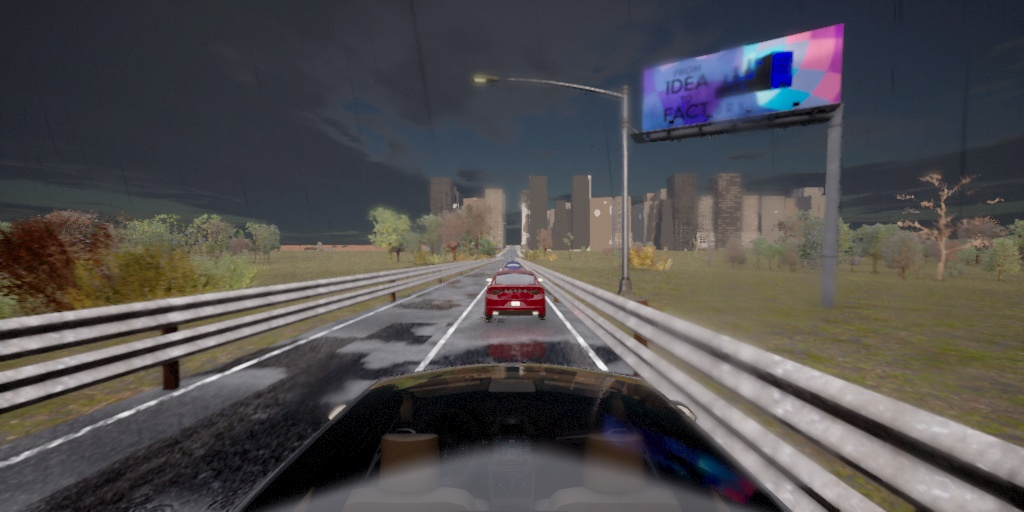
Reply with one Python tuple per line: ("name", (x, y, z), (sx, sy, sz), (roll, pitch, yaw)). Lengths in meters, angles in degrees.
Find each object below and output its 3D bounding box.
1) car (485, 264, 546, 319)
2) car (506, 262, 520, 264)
("car", (0.104, 1.224, 12.803), (1.882, 1.535, 5.008), (0, 0, 0))
("car", (0.107, 1.266, 33.481), (1.812, 1.442, 4.674), (0, 0, 0))
